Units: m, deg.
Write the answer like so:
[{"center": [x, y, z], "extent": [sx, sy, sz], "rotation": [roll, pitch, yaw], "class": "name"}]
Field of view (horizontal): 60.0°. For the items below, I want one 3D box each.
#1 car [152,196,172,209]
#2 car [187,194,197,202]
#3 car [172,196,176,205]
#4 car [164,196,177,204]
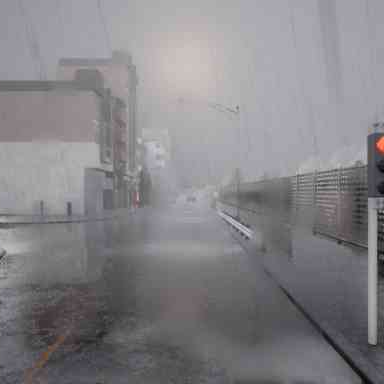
[{"center": [-4.118, 1.505, 44.325], "extent": [1.837, 1.490, 4.892], "rotation": [0, 0, 0], "class": "car"}, {"center": [-0.042, 1.355, 76.595], "extent": [2.097, 1.767, 4.553], "rotation": [0, 0, 0], "class": "car"}, {"center": [-4.116, 1.477, 54.559], "extent": [1.882, 1.535, 5.008], "rotation": [0, 0, 0], "class": "car"}, {"center": [-4.080, 1.491, 64.807], "extent": [2.128, 1.511, 4.902], "rotation": [0, 0, 0], "class": "car"}]
